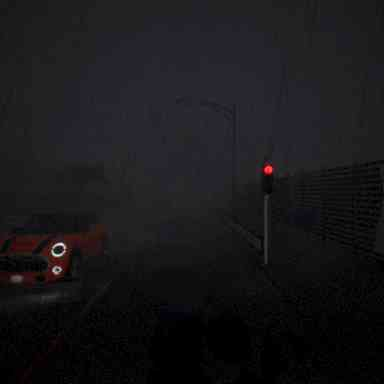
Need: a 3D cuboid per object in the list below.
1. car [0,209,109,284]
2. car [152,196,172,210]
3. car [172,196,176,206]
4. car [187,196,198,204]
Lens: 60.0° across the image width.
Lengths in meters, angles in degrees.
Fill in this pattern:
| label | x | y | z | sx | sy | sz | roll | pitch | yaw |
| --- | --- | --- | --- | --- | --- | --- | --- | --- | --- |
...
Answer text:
| label | x | y | z | sx | sy | sz | roll | pitch | yaw |
| --- | --- | --- | --- | --- | --- | --- | --- | --- | --- |
| car | -3.927 | 1.352 | 9.682 | 2.097 | 1.767 | 4.553 | 0 | 0 | 0 |
| car | -4.029 | 1.564 | 43.385 | 1.994 | 1.385 | 4.181 | 0 | 0 | 0 |
| car | -4.006 | 1.478 | 53.457 | 1.882 | 1.535 | 5.008 | 0 | 0 | 0 |
| car | 0.102 | 1.505 | 63.183 | 1.837 | 1.490 | 4.892 | 0 | 0 | 0 |
